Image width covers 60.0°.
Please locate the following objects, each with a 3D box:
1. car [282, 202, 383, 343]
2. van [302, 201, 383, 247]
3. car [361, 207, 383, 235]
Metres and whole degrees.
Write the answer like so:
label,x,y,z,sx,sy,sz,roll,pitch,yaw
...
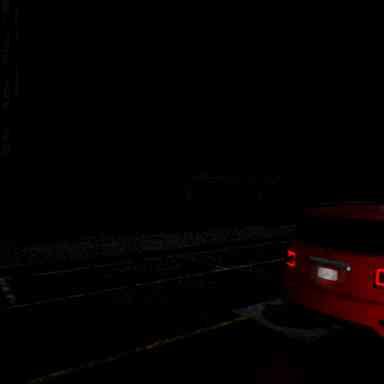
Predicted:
label,x,y,z,sx,sy,sz,roll,pitch,yaw
car,4.073,1.223,6.213,5.566,2.045,2.150,0,0,-36
van,7.074,1.342,15.444,3.998,1.788,1.690,0,0,-36
car,11.553,1.568,18.639,4.313,1.339,1.947,0,0,-35
